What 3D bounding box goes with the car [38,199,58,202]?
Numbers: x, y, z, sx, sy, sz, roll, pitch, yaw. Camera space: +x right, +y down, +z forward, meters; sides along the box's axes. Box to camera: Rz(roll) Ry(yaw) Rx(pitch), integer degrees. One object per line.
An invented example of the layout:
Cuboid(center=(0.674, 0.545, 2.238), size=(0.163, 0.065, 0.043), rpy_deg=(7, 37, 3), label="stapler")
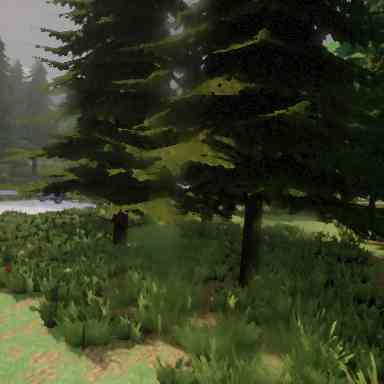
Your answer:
Cuboid(center=(-9.979, 0.076, 26.369), size=(1.812, 1.442, 4.674), rpy_deg=(5, 3, 24), label="car")
